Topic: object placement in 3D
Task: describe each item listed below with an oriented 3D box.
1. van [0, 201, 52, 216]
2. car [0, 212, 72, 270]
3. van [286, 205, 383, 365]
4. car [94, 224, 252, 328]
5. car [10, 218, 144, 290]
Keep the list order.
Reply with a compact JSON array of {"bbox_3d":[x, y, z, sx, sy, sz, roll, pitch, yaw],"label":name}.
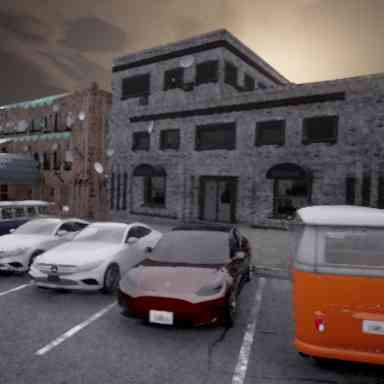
[{"bbox_3d":[-6.963,1.331,12.518,1.878,1.987,4.442,-1,-1,15],"label":"van"},{"bbox_3d":[-4.593,1.562,10.709,2.002,1.452,4.674,0,-1,15],"label":"car"},{"bbox_3d":[2.608,1.248,5.732,1.878,1.987,4.442,0,-1,15],"label":"van"},{"bbox_3d":[0.180,1.504,7.287,2.163,1.488,4.792,0,-1,15],"label":"car"},{"bbox_3d":[-2.195,1.534,9.011,2.002,1.452,4.674,0,-1,15],"label":"car"}]
